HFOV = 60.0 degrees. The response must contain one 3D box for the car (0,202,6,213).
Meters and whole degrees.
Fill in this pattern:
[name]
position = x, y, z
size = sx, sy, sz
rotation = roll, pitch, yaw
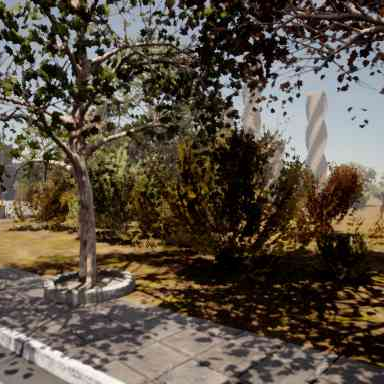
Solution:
[car]
position = -19.192, 1.386, 31.548
size = 1.882, 1.535, 5.008
rotation = 2, 1, -13
